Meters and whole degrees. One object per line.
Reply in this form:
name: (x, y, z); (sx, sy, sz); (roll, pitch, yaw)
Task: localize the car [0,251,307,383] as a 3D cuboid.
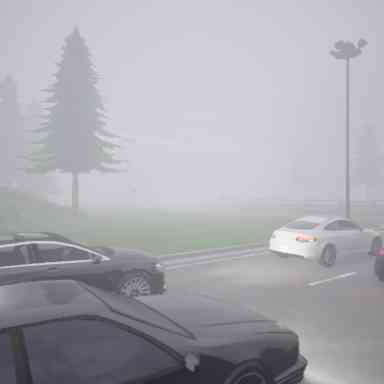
car: (-1.372, 1.547, 2.766); (5.357, 1.411, 2.033); (0, 0, -35)

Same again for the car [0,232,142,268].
car: (-2.776, 1.491, 6.065); (4.902, 1.511, 2.128); (0, 0, -35)

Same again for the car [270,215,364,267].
car: (4.653, 1.526, 11.399); (4.674, 1.442, 1.812); (0, 0, -35)

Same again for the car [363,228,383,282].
car: (6.491, 1.564, 8.416); (4.181, 1.385, 1.994); (0, 0, -35)
